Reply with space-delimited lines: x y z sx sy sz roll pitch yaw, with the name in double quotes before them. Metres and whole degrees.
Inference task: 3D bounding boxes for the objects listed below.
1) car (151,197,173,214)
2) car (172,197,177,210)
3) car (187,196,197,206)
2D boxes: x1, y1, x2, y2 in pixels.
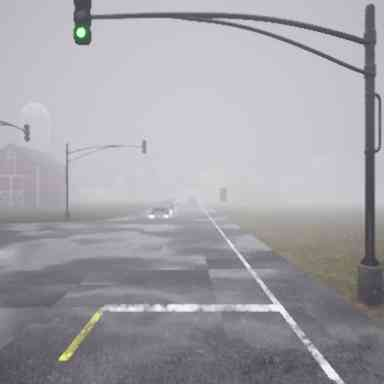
"car" -3.616 1.733 39.173 1.882 1.535 5.008 0 0 0
"car" -3.613 1.878 49.067 1.994 1.385 4.181 0 0 -1
"car" 0.096 1.958 66.537 2.033 1.411 5.357 0 0 -3
